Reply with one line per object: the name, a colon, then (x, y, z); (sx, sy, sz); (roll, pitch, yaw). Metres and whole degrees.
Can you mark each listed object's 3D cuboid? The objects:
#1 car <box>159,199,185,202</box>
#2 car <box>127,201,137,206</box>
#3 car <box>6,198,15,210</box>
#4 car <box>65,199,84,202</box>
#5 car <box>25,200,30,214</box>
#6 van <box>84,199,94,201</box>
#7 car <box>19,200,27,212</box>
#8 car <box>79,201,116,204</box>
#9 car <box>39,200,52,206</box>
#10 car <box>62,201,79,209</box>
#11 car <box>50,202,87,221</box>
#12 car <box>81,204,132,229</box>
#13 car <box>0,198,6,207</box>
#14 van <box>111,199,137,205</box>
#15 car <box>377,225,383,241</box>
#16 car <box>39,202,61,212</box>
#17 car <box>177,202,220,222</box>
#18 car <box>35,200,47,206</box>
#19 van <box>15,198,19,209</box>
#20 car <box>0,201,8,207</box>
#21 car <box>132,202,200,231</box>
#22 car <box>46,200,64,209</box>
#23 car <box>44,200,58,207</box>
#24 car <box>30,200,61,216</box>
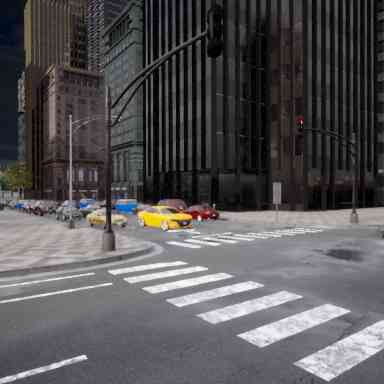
car: (-2.400, 1.669, 33.616); (2.192, 1.841, 5.009); (-1, 0, -35)
car: (-5.344, 2.005, 37.761); (1.802, 1.307, 4.206); (-1, 0, -35)
car: (-32.035, 2.355, 60.471); (1.967, 1.590, 4.097); (-1, 0, -35)
car: (-19.338, 2.061, 52.780); (2.097, 1.767, 4.553); (0, -1, -36)
car: (-20.581, 2.197, 44.416); (1.887, 1.381, 4.507); (-1, 0, -35)
van: (-17.147, 2.039, 54.340); (1.690, 1.788, 3.998); (-1, 0, -35)
car: (-23.420, 2.158, 48.393); (1.967, 1.590, 4.097); (-1, 0, -35)
car: (-9.688, 1.965, 33.740); (1.812, 1.442, 4.674); (0, 0, -35)
car: (-34.867, 2.662, 79.126); (1.947, 1.339, 4.313); (-1, 0, -35)
car: (-22.783, 2.408, 62.185); (1.802, 1.307, 4.206); (-1, 0, -35)
car: (-12.069, 2.005, 32.483); (2.008, 1.369, 4.403); (-1, 0, -35)
car: (-6.296, 1.844, 24.389); (1.752, 1.417, 4.829); (-1, 0, -35)
car: (-41.402, 2.668, 73.605); (1.887, 1.381, 4.507); (-1, 0, -35)
van: (-8.299, 1.834, 41.906); (1.690, 1.788, 3.998); (-1, 0, -35)
car: (9.630, 1.594, 12.303); (4.718, 1.301, 1.895); (0, 0, 23)
car: (-21.874, 2.270, 50.997); (2.033, 1.411, 5.357); (0, -1, -35)
car: (0.554, 1.829, 29.471); (1.887, 1.381, 4.507); (-1, 0, -35)
car: (-37.888, 2.712, 83.361); (2.008, 1.369, 4.403); (-1, 0, -35)
van: (-26.259, 2.124, 52.371); (1.690, 1.788, 3.998); (-1, 0, -35)
car: (-44.523, 2.772, 77.983); (1.802, 1.307, 4.206); (-1, 0, -35)
car: (-1.925, 1.733, 22.849); (1.882, 1.535, 5.008); (0, -1, -36)
car: (-25.045, 2.317, 60.777); (1.882, 1.535, 5.008); (0, -1, -35)
car: (-31.845, 2.596, 74.890); (1.947, 1.339, 4.313); (-1, 0, -35)
car: (-17.748, 1.901, 40.438); (2.192, 1.841, 5.009); (-1, 0, -35)
